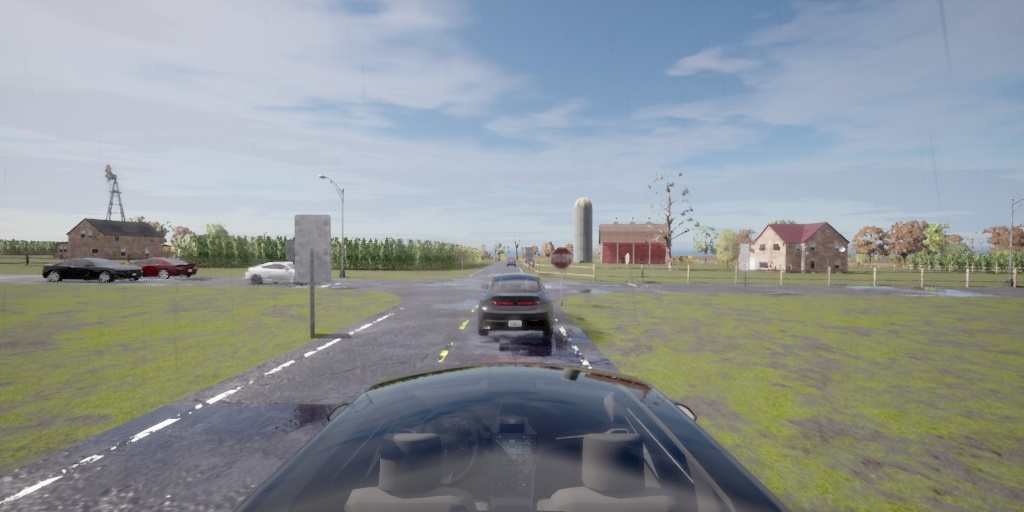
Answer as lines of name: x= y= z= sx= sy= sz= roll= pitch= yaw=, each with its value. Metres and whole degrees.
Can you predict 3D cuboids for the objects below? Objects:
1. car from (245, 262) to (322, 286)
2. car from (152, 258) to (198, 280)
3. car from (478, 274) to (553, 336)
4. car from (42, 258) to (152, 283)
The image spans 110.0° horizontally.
car: x=-14.346 y=1.109 z=22.827 sx=4.674 sy=1.442 sz=1.812 roll=1 pitch=1 yaw=2
car: x=-25.639 y=0.861 z=25.810 sx=5.008 sy=1.535 sz=1.882 roll=1 pitch=1 yaw=0
car: x=0.130 y=1.255 z=10.379 sx=1.837 sy=1.490 sz=4.892 roll=0 pitch=0 yaw=1
car: x=-26.593 y=0.879 z=22.855 sx=5.008 sy=1.535 sz=1.882 roll=1 pitch=1 yaw=0
